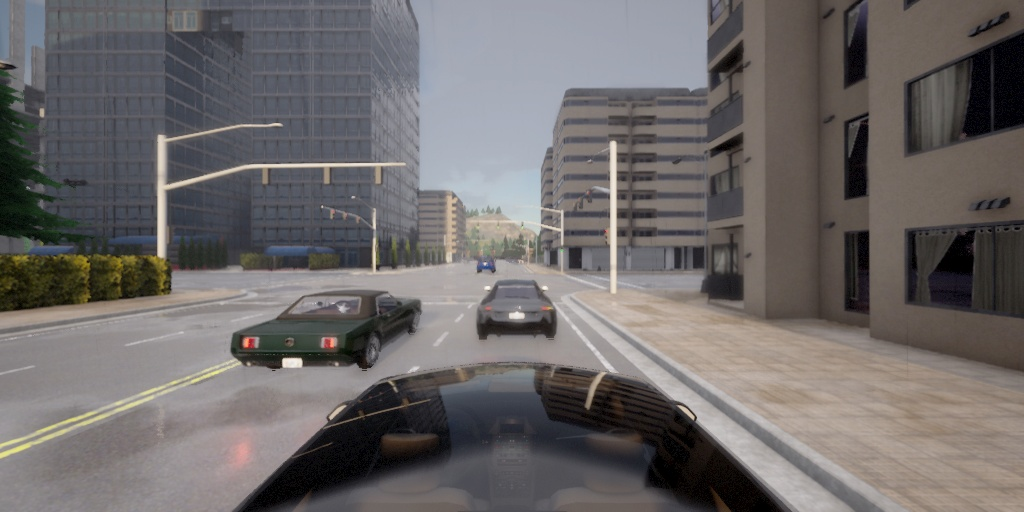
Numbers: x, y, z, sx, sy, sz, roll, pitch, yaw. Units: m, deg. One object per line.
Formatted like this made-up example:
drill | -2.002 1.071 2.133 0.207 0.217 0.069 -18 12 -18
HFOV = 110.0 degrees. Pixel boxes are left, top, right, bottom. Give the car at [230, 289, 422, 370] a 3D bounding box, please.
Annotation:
car | -3.385 1.374 7.770 1.895 1.301 4.718 0 0 0

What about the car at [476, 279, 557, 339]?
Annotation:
car | 0.125 1.346 10.220 1.994 1.385 4.181 0 0 0

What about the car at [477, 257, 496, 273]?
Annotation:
car | -3.260 1.137 46.108 2.150 2.045 5.566 0 0 0
